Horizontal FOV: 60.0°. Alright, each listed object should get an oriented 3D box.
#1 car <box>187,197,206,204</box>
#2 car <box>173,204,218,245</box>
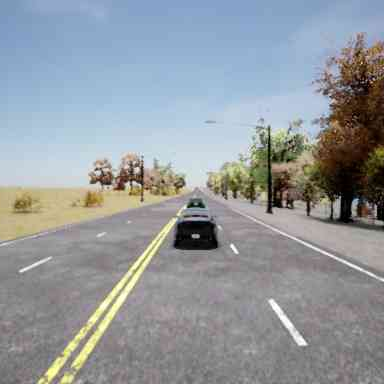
[{"bbox_3d":[0.459,1.348,37.514,2.097,1.767,4.553,0,0,1],"label":"car"},{"bbox_3d":[0.170,1.508,15.648,1.837,1.490,4.892,0,0,0],"label":"car"}]
